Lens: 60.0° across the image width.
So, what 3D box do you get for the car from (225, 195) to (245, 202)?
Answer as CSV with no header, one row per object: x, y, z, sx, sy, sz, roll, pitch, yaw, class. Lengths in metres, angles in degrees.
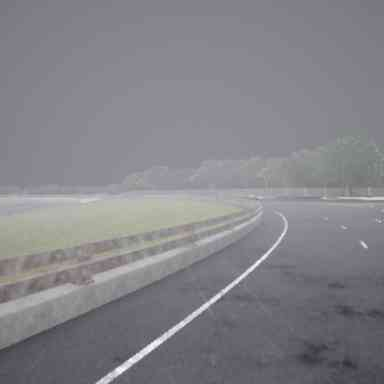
9.455,1.618,73.417,1.994,1.385,4.181,0,0,-13,car

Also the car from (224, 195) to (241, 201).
10.132,1.561,83.983,2.033,1.411,5.357,0,0,-21,car

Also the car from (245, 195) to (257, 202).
12.892,1.528,74.070,1.882,1.535,5.008,0,0,-13,car

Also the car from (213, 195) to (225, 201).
6.815,1.558,82.869,1.812,1.442,4.674,0,0,-21,car

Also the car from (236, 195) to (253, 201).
13.451,1.534,85.097,2.128,1.511,4.902,0,0,-21,car
